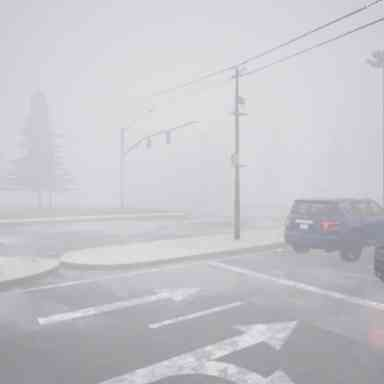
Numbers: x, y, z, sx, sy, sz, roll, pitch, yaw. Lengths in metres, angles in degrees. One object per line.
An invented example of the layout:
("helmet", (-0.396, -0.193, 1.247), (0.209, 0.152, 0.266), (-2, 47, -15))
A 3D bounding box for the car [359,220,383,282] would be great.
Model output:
("car", (6.466, 1.495, 8.423), (4.892, 1.490, 1.837), (0, 0, -36))

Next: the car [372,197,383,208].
("car", (28.280, 1.510, 48.464), (4.181, 1.385, 1.994), (0, 0, -36))

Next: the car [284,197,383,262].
("car", (5.758, 1.208, 12.296), (5.566, 2.045, 2.150), (0, 0, -36))
